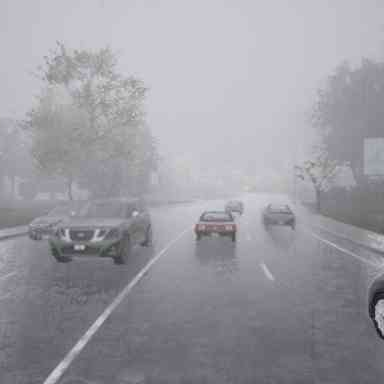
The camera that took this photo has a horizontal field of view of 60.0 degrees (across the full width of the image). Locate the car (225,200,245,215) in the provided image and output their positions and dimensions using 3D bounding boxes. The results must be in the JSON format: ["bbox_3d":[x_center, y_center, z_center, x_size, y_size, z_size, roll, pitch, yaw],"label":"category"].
[{"bbox_3d":[4.515,1.602,35.228,2.033,1.411,5.357,0,0,13],"label":"car"}]

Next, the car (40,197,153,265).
[{"bbox_3d":[-2.936,1.225,12.185,2.150,2.045,5.566,0,0,5],"label":"car"}]

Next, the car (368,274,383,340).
[{"bbox_3d":[3.762,1.520,3.533,1.837,1.490,4.892,0,0,2],"label":"car"}]

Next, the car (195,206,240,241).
[{"bbox_3d":[1.298,1.625,16.947,1.895,1.301,4.718,0,0,7],"label":"car"}]

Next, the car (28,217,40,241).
[{"bbox_3d":[-5.977,1.350,16.471,2.097,1.767,4.553,0,0,7],"label":"car"}]

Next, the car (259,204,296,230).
[{"bbox_3d":[5.487,1.536,21.518,2.128,1.511,4.902,0,0,8],"label":"car"}]
